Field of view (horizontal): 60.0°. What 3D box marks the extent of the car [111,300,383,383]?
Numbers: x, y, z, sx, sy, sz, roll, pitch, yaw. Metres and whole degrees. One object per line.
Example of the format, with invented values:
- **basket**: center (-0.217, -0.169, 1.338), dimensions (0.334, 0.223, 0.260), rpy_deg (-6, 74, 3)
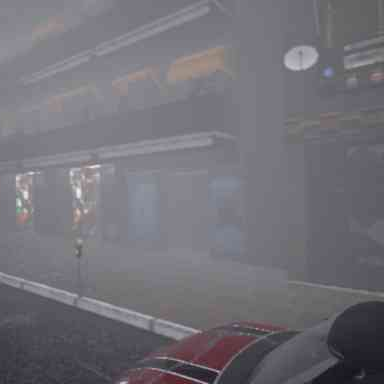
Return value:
- **car**: center (1.195, 1.440, 1.904), dimensions (4.097, 1.590, 1.967), rpy_deg (0, -1, 36)
